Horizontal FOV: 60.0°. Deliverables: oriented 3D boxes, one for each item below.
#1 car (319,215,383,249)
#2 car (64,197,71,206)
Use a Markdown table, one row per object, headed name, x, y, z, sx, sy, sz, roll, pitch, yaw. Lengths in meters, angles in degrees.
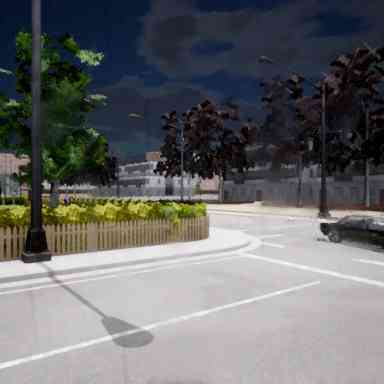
| name | x | y | z | sx | sy | sz | roll | pitch | yaw |
| --- | --- | --- | --- | --- | --- | --- | --- | --- | --- |
| car | 7.523 | 1.645 | 13.607 | 1.895 | 1.301 | 4.718 | 1 | 0 | -18 |
| car | -19.386 | 1.491 | 52.557 | 2.128 | 1.511 | 4.902 | 0 | 0 | -36 |
